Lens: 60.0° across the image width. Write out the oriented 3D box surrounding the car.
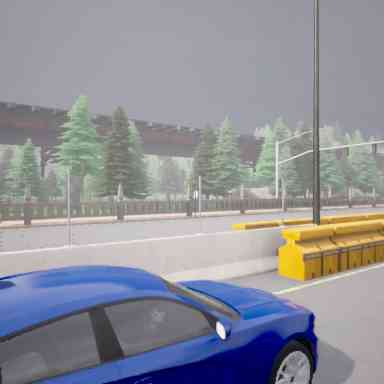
[{"bbox_3d":[-0.828,1.478,3.156,5.008,1.535,1.882,0,0,-36],"label":"car"}]
